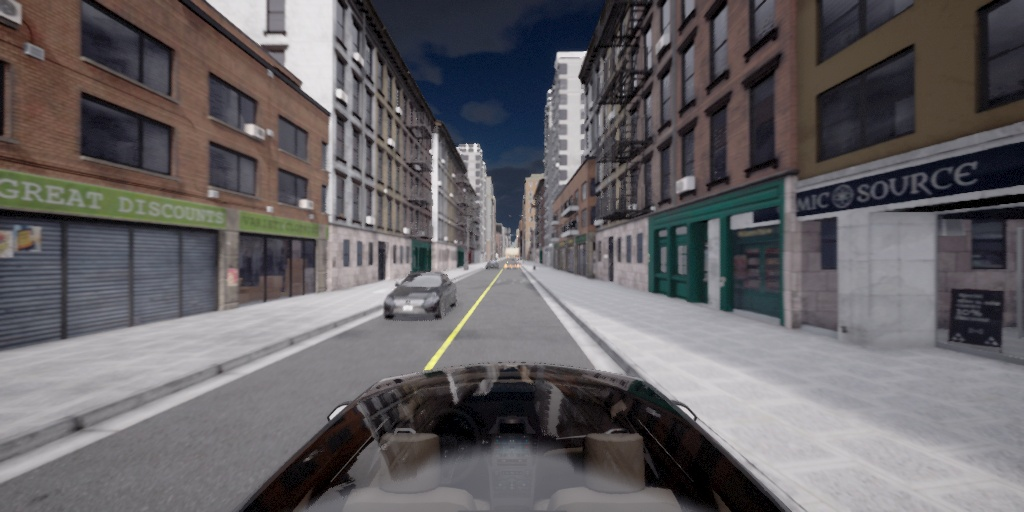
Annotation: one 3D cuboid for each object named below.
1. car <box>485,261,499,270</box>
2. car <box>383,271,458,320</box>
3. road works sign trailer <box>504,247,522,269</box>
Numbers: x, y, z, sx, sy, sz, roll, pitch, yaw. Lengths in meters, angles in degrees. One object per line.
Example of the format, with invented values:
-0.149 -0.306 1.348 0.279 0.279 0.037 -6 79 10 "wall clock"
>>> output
-3.044 1.406 56.081 1.994 1.385 4.181 0 0 0 "car"
-3.098 1.306 12.997 1.812 1.442 4.674 0 0 0 "car"
0.016 0.307 57.033 2.380 3.560 2.880 0 0 0 "road works sign trailer"
